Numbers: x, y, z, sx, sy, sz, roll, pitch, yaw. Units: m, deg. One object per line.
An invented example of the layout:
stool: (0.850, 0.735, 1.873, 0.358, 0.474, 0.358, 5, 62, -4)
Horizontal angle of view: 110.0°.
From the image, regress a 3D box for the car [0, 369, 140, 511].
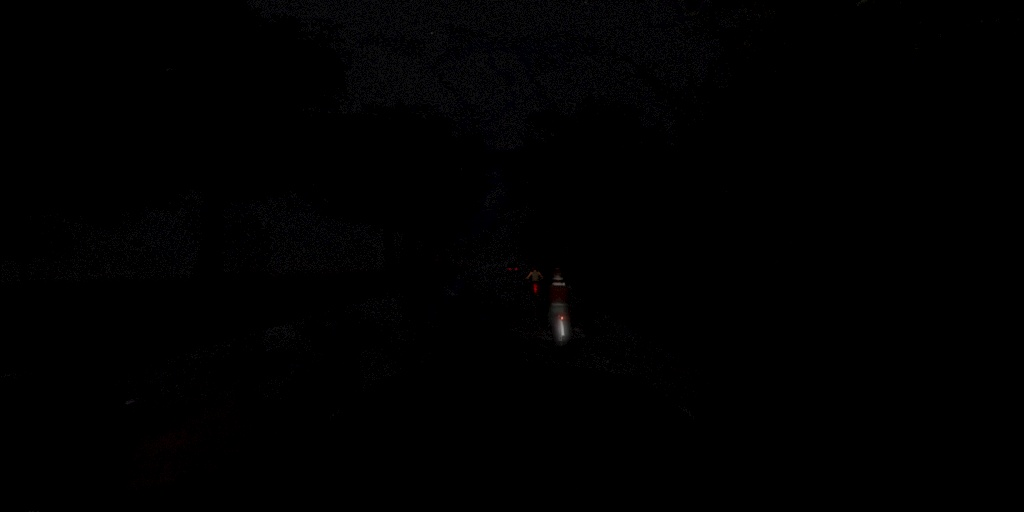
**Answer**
car: (-3.599, 1.257, 0.487, 1.837, 1.490, 4.892, 0, 0, 0)

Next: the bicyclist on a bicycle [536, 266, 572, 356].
bicyclist on a bicycle: (0.973, 1.125, 7.763, 0.659, 1.776, 1.843, 0, 0, 0)

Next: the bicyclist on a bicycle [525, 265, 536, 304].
bicyclist on a bicycle: (0.979, 1.201, 15.348, 0.866, 1.612, 1.509, 0, 0, 0)

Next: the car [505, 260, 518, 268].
car: (0.189, 1.508, 65.148, 1.895, 1.301, 4.718, 0, 0, 0)
